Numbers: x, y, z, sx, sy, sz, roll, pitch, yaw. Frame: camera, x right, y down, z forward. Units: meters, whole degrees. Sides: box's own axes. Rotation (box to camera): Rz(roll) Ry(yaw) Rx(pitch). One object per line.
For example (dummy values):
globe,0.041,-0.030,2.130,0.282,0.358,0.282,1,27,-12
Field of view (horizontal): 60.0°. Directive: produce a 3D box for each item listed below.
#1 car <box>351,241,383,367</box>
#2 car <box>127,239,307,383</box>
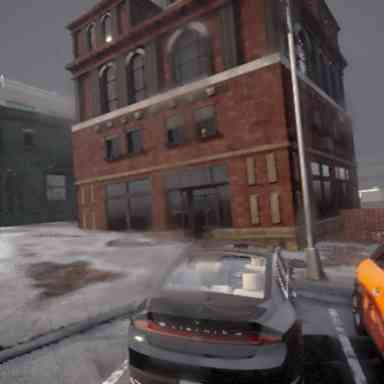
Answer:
car,3.179,1.358,3.495,2.185,1.767,4.553,1,-1,16
car,0.676,1.488,5.227,2.231,1.521,4.892,0,-1,16
